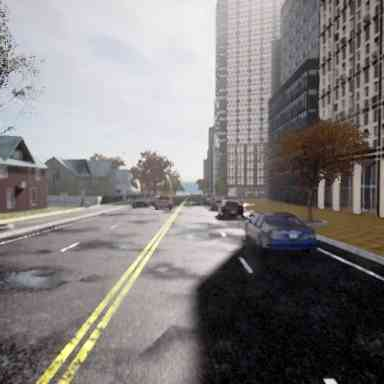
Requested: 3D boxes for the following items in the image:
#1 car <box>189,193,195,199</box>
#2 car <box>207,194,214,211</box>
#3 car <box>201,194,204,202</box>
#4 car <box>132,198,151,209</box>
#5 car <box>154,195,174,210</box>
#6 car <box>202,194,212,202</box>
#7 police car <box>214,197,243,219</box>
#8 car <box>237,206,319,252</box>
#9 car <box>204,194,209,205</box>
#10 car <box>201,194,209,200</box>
[{"bbox_3d":[-0.013,1.295,92.585,1.895,1.301,4.718,0,0,0],"label":"car"},{"bbox_3d":[3.244,1.371,39.491,2.163,1.488,4.792,0,0,0],"label":"car"},{"bbox_3d":[3.241,1.247,61.469,2.033,1.649,4.856,0,0,0],"label":"car"},{"bbox_3d":[-6.586,1.420,43.505,1.994,1.385,4.181,0,0,0],"label":"car"},{"bbox_3d":[-3.342,1.215,40.584,2.097,1.767,4.553,0,0,0],"label":"car"},{"bbox_3d":[3.239,1.227,72.473,2.033,1.649,4.856,0,0,0],"label":"car"},{"bbox_3d":[3.246,1.326,28.567,1.930,1.638,5.238,0,0,0],"label":"police car"},{"bbox_3d":[3.353,1.497,13.546,2.033,1.411,5.357,0,0,0],"label":"car"},{"bbox_3d":[3.243,1.403,50.466,1.994,1.385,4.181,0,0,0],"label":"car"},{"bbox_3d":[3.238,1.303,83.477,1.812,1.442,4.674,0,0,0],"label":"car"}]
